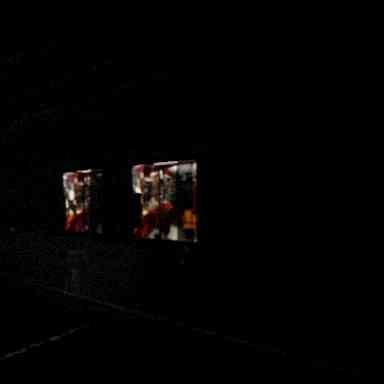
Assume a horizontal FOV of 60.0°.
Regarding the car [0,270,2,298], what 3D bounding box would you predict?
[{"bbox_3d":[-5.607,1.621,6.887,4.403,1.369,2.008,-1,-1,35],"label":"car"}]
